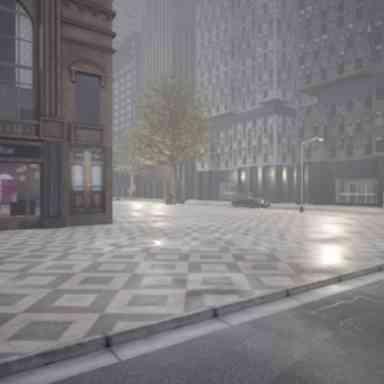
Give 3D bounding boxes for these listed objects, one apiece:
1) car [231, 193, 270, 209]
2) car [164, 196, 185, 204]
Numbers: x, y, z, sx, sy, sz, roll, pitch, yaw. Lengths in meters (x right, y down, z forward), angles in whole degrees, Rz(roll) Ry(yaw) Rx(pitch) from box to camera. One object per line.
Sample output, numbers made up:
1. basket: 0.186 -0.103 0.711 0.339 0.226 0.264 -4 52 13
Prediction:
1. car: 7.541 1.153 43.303 2.150 2.045 5.566 0 0 -36
2. car: -3.076 1.466 58.315 1.837 1.490 4.892 0 0 -36
